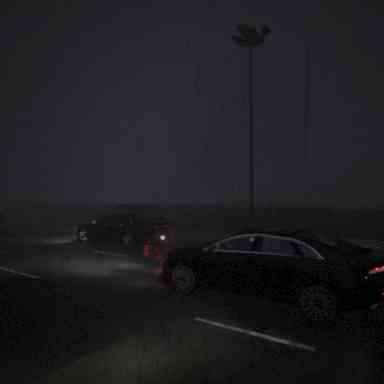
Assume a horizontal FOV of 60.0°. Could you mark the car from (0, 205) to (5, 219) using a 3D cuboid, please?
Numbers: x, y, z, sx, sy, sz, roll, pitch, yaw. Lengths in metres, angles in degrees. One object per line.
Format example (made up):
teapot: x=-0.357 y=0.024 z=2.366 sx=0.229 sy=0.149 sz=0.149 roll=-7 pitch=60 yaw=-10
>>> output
car: x=-19.277 y=1.627 z=30.664 sx=4.553 sy=1.767 sz=2.097 roll=-1 pitch=0 yaw=36

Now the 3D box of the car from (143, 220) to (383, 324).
car: x=1.525 y=1.515 z=7.205 sx=4.902 sy=1.511 sz=2.128 roll=0 pitch=0 yaw=36

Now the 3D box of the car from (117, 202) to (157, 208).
car: x=-3.712 y=1.468 z=19.548 sx=4.553 sy=1.767 sz=2.097 roll=-1 pitch=0 yaw=36

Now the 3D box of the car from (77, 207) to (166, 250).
car: x=-3.147 y=1.597 z=14.842 sx=4.892 sy=1.490 sz=1.837 roll=0 pitch=0 yaw=36
